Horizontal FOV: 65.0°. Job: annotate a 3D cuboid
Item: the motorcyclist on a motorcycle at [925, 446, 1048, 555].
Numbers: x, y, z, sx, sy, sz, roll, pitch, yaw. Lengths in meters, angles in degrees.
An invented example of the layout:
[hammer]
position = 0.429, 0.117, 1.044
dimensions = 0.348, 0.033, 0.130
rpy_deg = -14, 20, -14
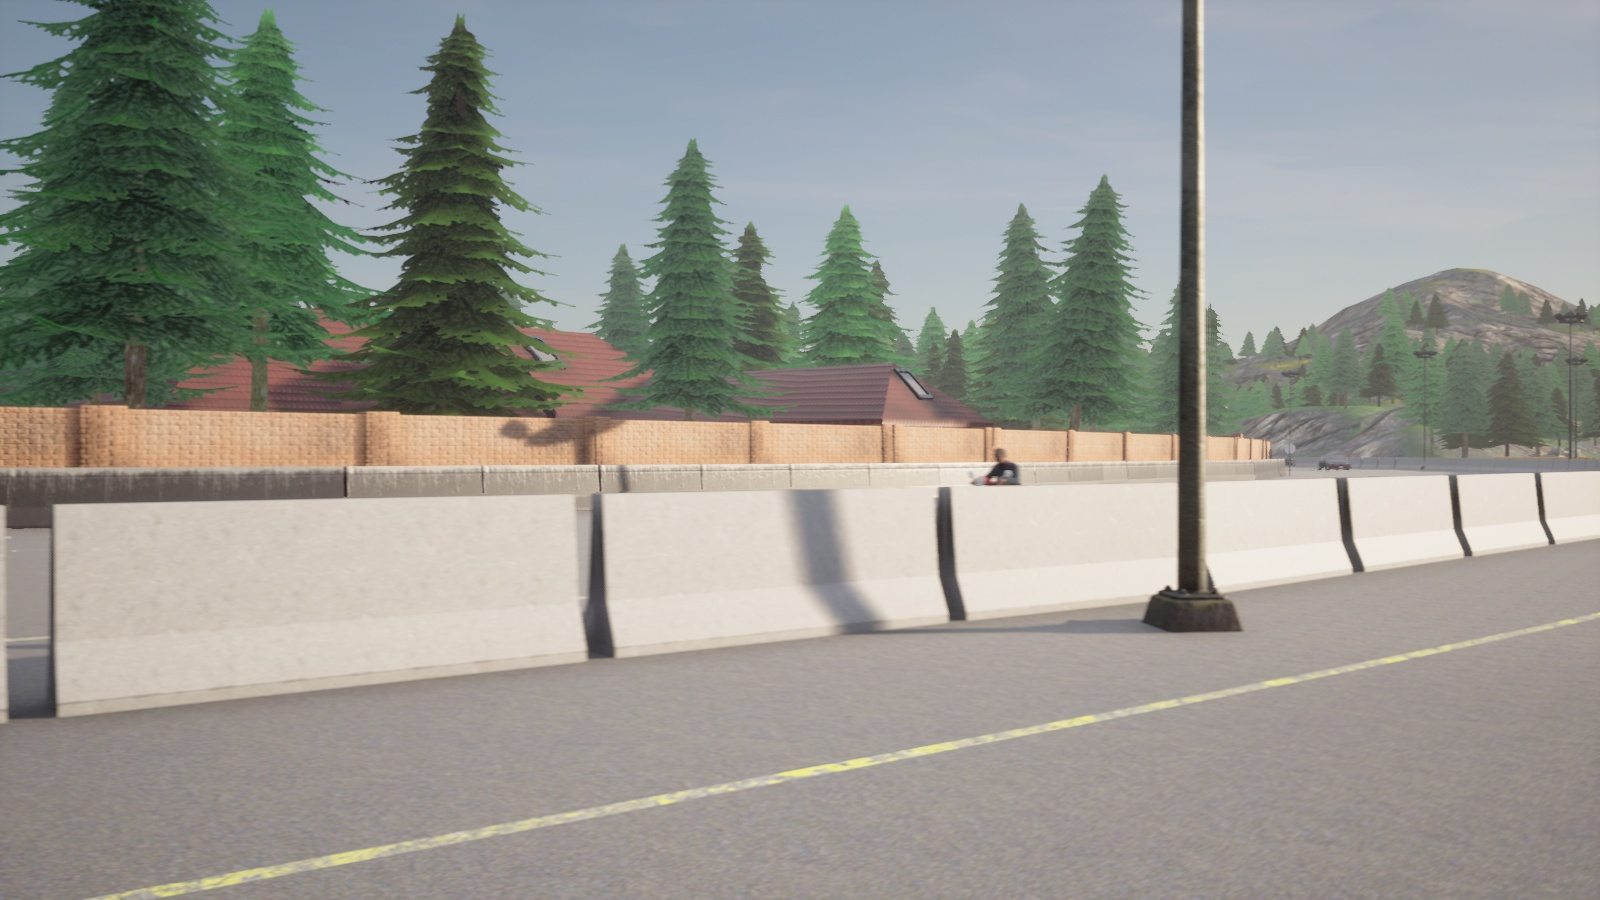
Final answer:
[motorcyclist on a motorcycle]
position = 2.888, 0.745, 19.322
dimensions = 1.817, 1.590, 0.866
rpy_deg = 0, -1, -40
